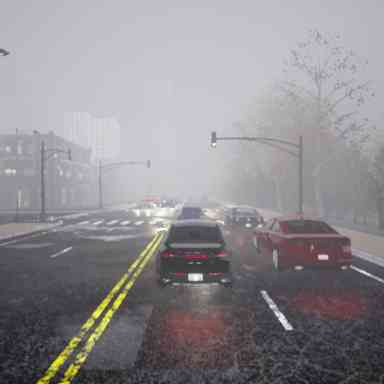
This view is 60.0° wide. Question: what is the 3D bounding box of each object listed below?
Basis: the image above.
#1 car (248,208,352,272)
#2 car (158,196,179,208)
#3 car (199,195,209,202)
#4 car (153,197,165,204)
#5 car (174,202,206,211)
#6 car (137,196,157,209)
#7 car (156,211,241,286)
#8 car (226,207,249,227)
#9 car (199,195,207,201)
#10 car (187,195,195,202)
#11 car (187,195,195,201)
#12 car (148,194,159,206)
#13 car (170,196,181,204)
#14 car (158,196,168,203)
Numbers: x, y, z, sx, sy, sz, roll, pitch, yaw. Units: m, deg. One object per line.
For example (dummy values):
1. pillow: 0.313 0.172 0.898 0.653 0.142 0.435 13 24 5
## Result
1. car: 3.316 1.504 10.895 1.882 1.535 5.008 0 0 0
2. car: -3.496 1.678 49.971 1.994 1.385 4.181 0 0 0
3. car: 3.000 1.524 79.835 2.097 1.767 4.553 0 0 0
4. car: -6.718 1.753 68.004 1.895 1.301 4.718 0 0 0
5. car: -0.044 1.576 21.196 1.812 1.442 4.674 0 0 -1
6. car: -6.755 1.711 48.317 1.895 1.301 4.718 0 0 0
7. car: 0.073 1.529 9.412 1.837 1.490 4.892 0 0 0
8. car: 3.285 1.652 21.686 1.895 1.301 4.718 0 0 0
9. car: 2.969 1.554 89.868 2.128 1.511 4.902 0 0 0
10. car: -0.250 1.693 79.854 1.812 1.442 4.674 0 0 0
11. car: -0.281 1.581 89.857 1.994 1.385 4.181 0 0 0
12. car: -6.761 1.352 57.861 2.150 2.045 5.566 0 0 0
13. car: -3.468 1.681 69.740 2.128 1.511 4.902 0 0 0
14. car: -6.744 1.674 78.396 1.837 1.490 4.892 0 0 0
